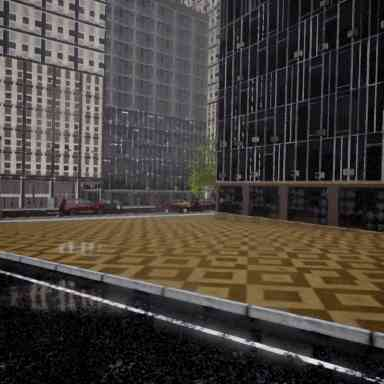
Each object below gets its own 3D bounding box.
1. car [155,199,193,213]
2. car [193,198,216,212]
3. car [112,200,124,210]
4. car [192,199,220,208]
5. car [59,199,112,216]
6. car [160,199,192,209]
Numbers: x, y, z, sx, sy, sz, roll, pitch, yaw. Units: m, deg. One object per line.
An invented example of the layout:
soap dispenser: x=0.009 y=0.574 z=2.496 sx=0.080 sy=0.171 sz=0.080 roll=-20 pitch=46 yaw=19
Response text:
car: x=-2.539 y=1.966 z=42.714 sx=4.507 sy=1.381 sz=1.887 roll=1 pitch=1 yaw=-34
car: x=2.143 y=1.782 z=45.913 sx=5.009 sy=1.841 sz=2.192 roll=1 pitch=1 yaw=-34
car: x=-11.666 y=1.721 z=46.011 sx=4.403 sy=1.369 sz=2.008 roll=1 pitch=1 yaw=-34
car: x=2.365 y=1.873 z=55.621 sx=4.313 sy=1.339 sz=1.947 roll=1 pitch=1 yaw=-34
car: x=-11.888 y=1.645 z=36.303 sx=5.009 sy=1.841 sz=2.192 roll=1 pitch=1 yaw=-34
car: x=-2.452 y=1.785 z=52.321 sx=4.829 sy=1.417 sz=1.752 roll=1 pitch=1 yaw=-34
